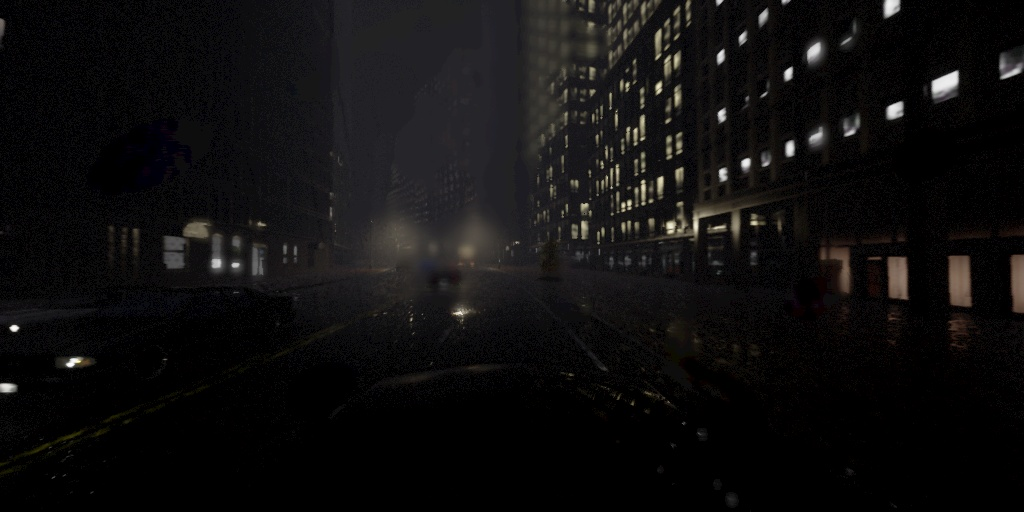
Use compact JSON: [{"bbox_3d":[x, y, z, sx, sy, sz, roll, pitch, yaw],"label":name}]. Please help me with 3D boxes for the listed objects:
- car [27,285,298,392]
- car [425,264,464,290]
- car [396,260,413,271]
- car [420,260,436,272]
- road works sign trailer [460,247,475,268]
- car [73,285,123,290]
[{"bbox_3d":[-6.677,1.341,7.352,2.033,1.411,5.357,0,0,-1],"label":"car"},{"bbox_3d":[-4.123,1.376,22.970,1.895,1.301,4.718,0,0,-5],"label":"car"},{"bbox_3d":[-14.853,1.320,49.725,1.837,1.490,4.892,0,0,-11],"label":"car"},{"bbox_3d":[-11.238,1.283,48.287,1.882,1.535,5.008,0,0,-11],"label":"car"},{"bbox_3d":[-7.939,0.273,63.464,2.380,3.560,2.880,0,0,-16],"label":"road works sign trailer"},{"bbox_3d":[-9.979,1.414,8.731,1.895,1.301,4.718,0,0,-2],"label":"car"}]
